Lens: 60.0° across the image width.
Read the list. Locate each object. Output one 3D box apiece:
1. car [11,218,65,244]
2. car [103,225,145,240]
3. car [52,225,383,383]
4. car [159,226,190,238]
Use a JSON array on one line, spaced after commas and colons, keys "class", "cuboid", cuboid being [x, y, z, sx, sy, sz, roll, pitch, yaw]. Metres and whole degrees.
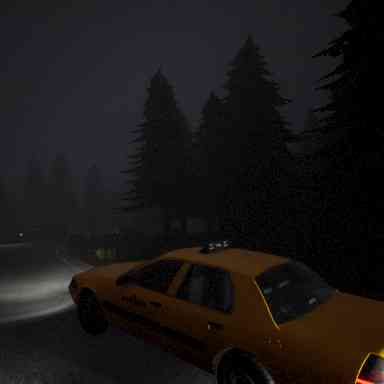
[{"class": "car", "cuboid": [-12.737, 3.228, 28.173, 2.150, 2.045, 5.566, -4, -7, 7]}, {"class": "car", "cuboid": [-7.435, 4.510, 36.973, 2.033, 1.411, 5.357, -4, -8, 20]}, {"class": "car", "cuboid": [0.124, 1.441, 4.751, 5.366, 1.575, 1.801, 0, 1, 43]}, {"class": "car", "cuboid": [-2.311, 5.544, 46.279, 1.882, 1.535, 5.008, -5, -8, 30]}]
